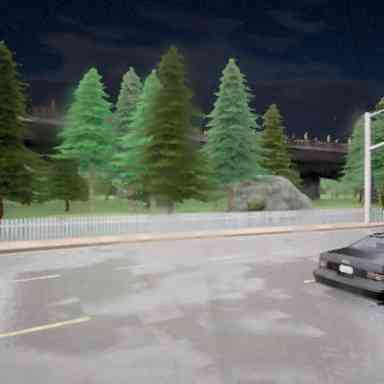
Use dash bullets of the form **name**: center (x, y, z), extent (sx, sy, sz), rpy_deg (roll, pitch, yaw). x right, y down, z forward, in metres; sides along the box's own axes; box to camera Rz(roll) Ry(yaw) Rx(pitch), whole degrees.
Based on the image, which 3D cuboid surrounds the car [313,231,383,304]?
- **car**: center (5.298, 1.569, 7.594), extent (5.357, 1.411, 2.033), rpy_deg (0, 0, -25)
